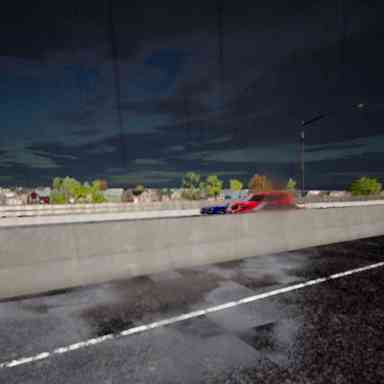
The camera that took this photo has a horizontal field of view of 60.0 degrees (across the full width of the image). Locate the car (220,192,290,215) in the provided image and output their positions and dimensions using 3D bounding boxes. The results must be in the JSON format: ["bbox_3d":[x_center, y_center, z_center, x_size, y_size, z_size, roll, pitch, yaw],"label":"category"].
[{"bbox_3d":[5.102,1.035,24.492,5.566,2.045,2.150,-1,0,-35],"label":"car"}]

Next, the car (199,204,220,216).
[{"bbox_3d":[2.929,1.416,27.258,4.718,1.301,1.895,-1,0,-34],"label":"car"}]

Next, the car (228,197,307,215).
[{"bbox_3d":[4.837,1.318,20.076,5.008,1.535,1.882,-1,0,-34],"label":"car"}]
